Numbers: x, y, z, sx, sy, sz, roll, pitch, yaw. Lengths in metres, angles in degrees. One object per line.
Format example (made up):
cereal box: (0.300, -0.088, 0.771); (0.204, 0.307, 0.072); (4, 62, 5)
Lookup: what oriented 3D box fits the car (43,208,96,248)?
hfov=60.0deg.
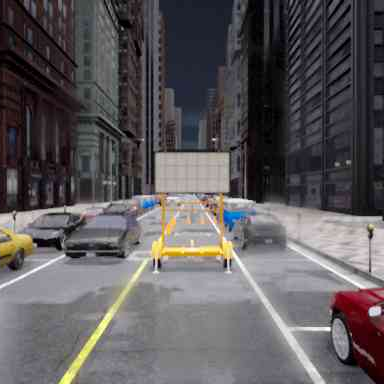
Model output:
car: (-5.750, 1.558, 14.168); (1.947, 1.339, 4.313); (0, 0, 0)

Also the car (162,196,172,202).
car: (-5.691, 1.559, 76.171); (1.887, 1.381, 4.507); (0, 0, 0)

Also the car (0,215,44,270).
car: (-5.756, 1.520, 8.362); (1.752, 1.417, 4.829); (0, 0, 0)

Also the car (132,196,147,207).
car: (-5.734, 1.431, 31.079); (1.967, 1.590, 4.097); (0, 0, 0)

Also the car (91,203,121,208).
car: (-5.745, 1.573, 19.806); (1.802, 1.307, 4.206); (0, 0, 0)

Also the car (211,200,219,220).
car: (2.785, 1.541, 25.450); (2.008, 1.369, 4.403); (0, 0, 0)

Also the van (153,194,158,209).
van: (-5.724, 1.334, 42.352); (1.690, 1.788, 3.998); (0, 0, 0)

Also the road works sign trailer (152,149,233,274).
road works sign trailer: (0.010, 0.458, 10.565); (2.380, 3.560, 2.880); (0, 0, 0)

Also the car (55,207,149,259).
car: (-3.088, 1.540, 12.807); (2.033, 1.411, 5.357); (0, 0, 0)

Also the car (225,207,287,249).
car: (2.775, 1.543, 14.177); (2.008, 1.369, 4.403); (0, 0, 0)

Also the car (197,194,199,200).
car: (2.839, 1.546, 81.983); (1.752, 1.417, 4.829); (0, 0, 0)

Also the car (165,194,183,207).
car: (-3.040, 1.218, 52.878); (2.150, 2.045, 5.566); (0, 0, 0)

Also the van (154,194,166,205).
van: (-5.708, 1.342, 59.261); (1.690, 1.788, 3.998); (0, 0, 0)

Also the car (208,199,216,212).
car: (2.791, 1.572, 31.087); (1.802, 1.307, 4.206); (0, 0, 0)

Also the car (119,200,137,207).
car: (-5.740, 1.556, 25.442); (1.947, 1.339, 4.313); (0, 0, 0)

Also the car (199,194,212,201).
car: (2.817, 1.316, 59.267); (2.192, 1.841, 5.009); (0, 0, 0)

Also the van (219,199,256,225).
van: (2.780, 1.332, 19.814); (1.690, 1.788, 3.998); (0, 0, 0)

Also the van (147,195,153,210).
van: (-5.729, 1.333, 36.715); (1.690, 1.788, 3.998); (0, 0, 0)

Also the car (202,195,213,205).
car: (2.807, 1.540, 47.995); (1.887, 1.381, 4.507); (0, 0, 0)

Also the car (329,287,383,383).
car: (2.764, 1.543, 2.905); (1.887, 1.381, 4.507); (0, 0, 0)

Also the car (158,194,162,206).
car: (-5.713, 1.313, 53.624); (2.192, 1.841, 5.009); (0, 0, 0)

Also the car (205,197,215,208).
car: (2.796, 1.542, 36.723); (2.008, 1.369, 4.403); (0, 0, 0)
